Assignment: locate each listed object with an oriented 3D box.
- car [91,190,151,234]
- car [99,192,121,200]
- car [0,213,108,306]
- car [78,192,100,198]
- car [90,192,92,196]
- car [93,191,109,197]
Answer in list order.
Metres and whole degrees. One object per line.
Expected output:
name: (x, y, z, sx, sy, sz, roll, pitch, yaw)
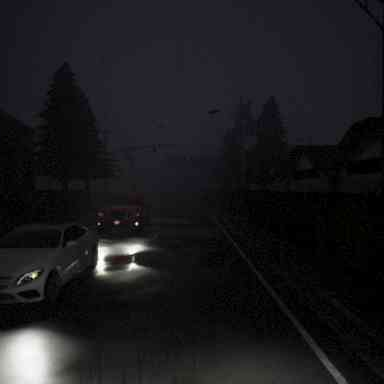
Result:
car: (-3.601, 1.068, 18.554, 2.150, 2.045, 5.566, 0, 0, -1)
car: (-16.215, 0.822, 65.624, 3.806, 1.475, 1.970, 0, 0, -1)
car: (-3.583, 1.459, 7.978, 1.812, 1.442, 4.674, 0, 0, 0)
car: (-24.062, 0.657, 77.992, 4.514, 1.523, 2.007, 0, 0, -1)
car: (-16.805, 0.565, 62.294, 3.866, 1.878, 1.905, 0, 0, -1)
car: (-24.084, 0.597, 87.985, 3.633, 1.501, 1.845, 0, 0, -1)
